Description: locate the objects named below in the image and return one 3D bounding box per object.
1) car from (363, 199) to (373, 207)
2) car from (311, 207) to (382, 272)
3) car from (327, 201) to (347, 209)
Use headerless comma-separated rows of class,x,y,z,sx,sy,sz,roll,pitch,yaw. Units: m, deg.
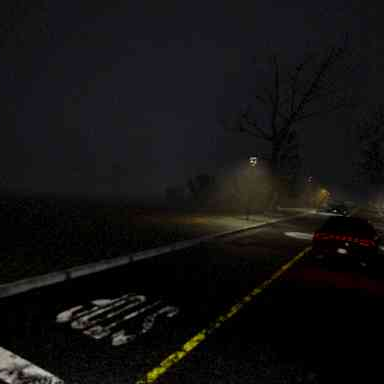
car,43.482,2.802,82.197,1.882,1.535,5.008,7,2,28
car,5.559,1.602,11.852,1.882,1.535,5.008,7,2,28
car,17.084,1.805,39.007,2.033,1.411,5.357,7,2,28
